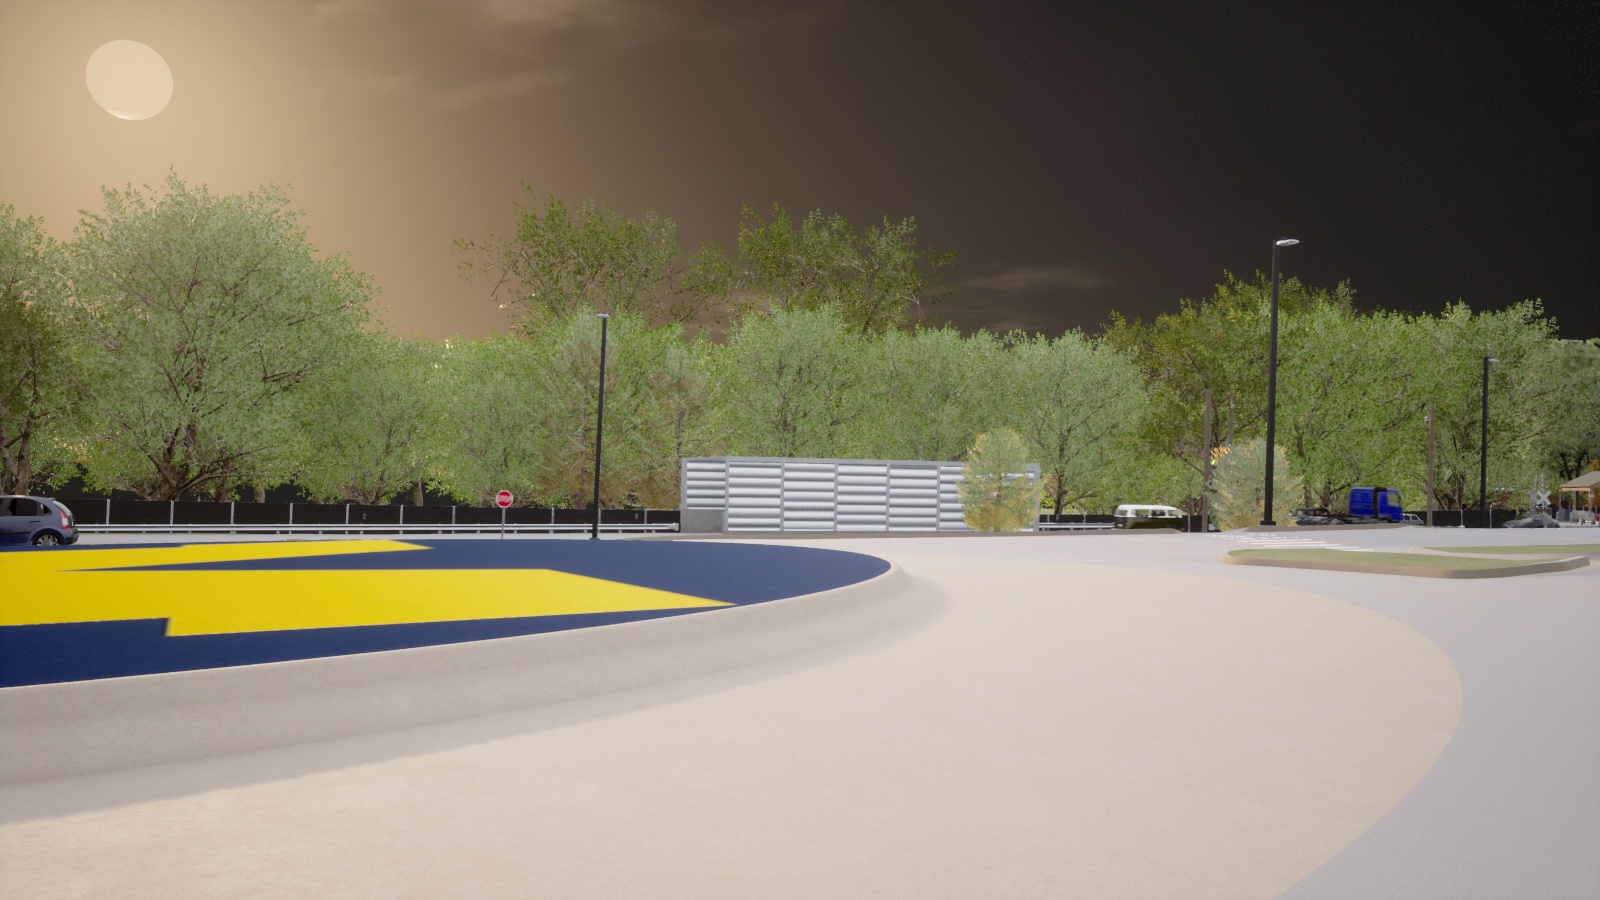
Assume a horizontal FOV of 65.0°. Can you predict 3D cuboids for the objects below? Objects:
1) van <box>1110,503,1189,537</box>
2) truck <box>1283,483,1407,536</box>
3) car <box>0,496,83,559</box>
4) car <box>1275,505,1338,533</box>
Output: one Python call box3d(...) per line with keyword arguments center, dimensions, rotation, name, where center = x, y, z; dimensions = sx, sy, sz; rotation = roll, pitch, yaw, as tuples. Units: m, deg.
box3d(center=(22.231, 4.429, 79.816), dimensions=(4.480, 2.038, 2.069), rotation=(1, -1, -21), name="van")
box3d(center=(37.059, 4.019, 85.385), dimensions=(7.936, 3.462, 2.891), rotation=(1, -1, -20), name="truck")
box3d(center=(-21.733, 2.071, 33.839), dimensions=(3.988, 1.617, 1.851), rotation=(2, -1, -24), name="car")
box3d(center=(35.727, 4.847, 88.596), dimensions=(3.866, 1.878, 1.905), rotation=(1, -1, -21), name="car")
